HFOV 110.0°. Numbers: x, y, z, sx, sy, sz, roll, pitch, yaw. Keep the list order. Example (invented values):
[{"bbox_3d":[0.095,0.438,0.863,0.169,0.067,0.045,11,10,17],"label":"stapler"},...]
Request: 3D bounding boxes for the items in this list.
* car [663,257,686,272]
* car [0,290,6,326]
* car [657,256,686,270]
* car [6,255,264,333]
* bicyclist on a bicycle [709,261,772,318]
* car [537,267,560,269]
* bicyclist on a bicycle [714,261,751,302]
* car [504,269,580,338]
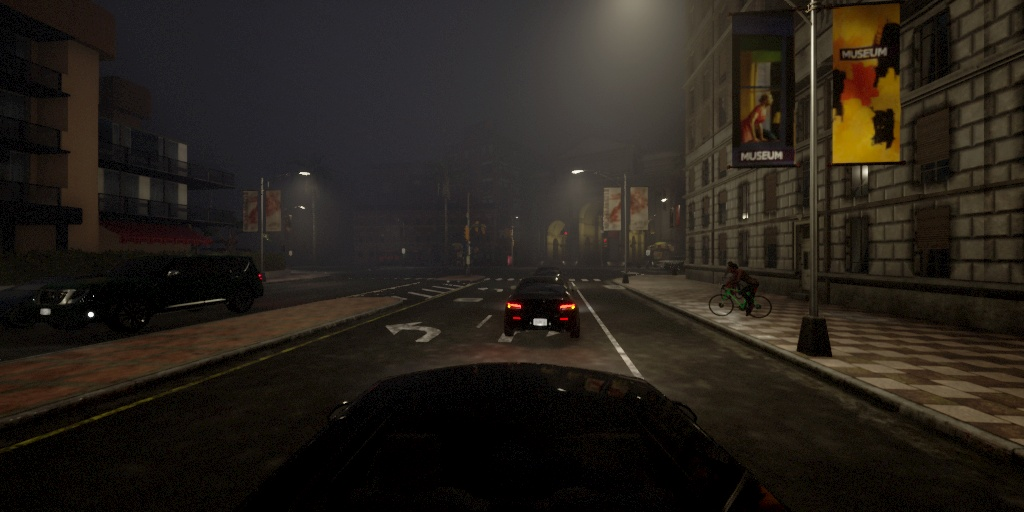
[{"bbox_3d":[22.315,1.255,45.451,4.892,1.490,1.837,0,0,7],"label":"car"},{"bbox_3d":[-14.195,1.297,11.681,2.033,1.411,5.357,0,0,7],"label":"car"},{"bbox_3d":[22.768,0.972,48.926,5.566,2.045,2.150,0,0,7],"label":"car"},{"bbox_3d":[-10.705,0.971,11.256,2.150,2.045,5.566,0,0,8],"label":"car"},{"bbox_3d":[6.862,1.051,10.824,1.656,1.620,0.582,0,0,22],"label":"bicyclist on a bicycle"},{"bbox_3d":[1.936,1.276,18.952,1.812,1.442,4.674,0,0,7],"label":"car"},{"bbox_3d":[9.284,1.050,15.085,1.656,1.620,0.582,0,0,-28],"label":"bicyclist on a bicycle"},{"bbox_3d":[0.885,1.276,10.110,1.812,1.442,4.674,0,0,7],"label":"car"}]
